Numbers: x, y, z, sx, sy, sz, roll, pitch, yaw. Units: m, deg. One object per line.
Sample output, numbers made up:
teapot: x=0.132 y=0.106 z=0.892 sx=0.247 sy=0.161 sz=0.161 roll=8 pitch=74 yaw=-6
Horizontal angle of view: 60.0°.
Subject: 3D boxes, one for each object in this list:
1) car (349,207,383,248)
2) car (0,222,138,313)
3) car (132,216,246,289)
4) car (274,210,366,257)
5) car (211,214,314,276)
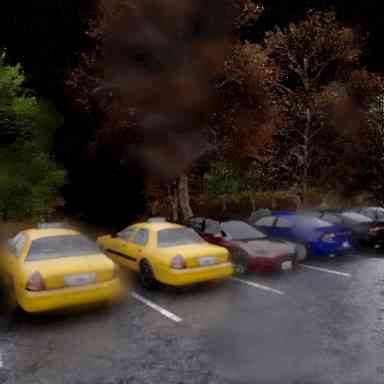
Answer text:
car: x=5.677 y=1.497 z=14.098 sx=2.097 sy=1.535 sz=5.008 roll=-1 pitch=0 yaw=-35
car: x=-3.417 y=1.493 z=7.849 sx=1.946 sy=1.575 sz=5.366 roll=1 pitch=0 yaw=-35
car: x=-1.141 y=1.509 z=9.472 sx=1.946 sy=1.575 sz=5.366 roll=1 pitch=0 yaw=-35
car: x=3.405 y=1.512 z=12.479 sx=2.097 sy=1.535 sz=5.008 roll=0 pitch=0 yaw=-35
car: x=1.146 y=1.548 z=10.839 sx=2.163 sy=1.488 sz=4.792 roll=0 pitch=0 yaw=-35
